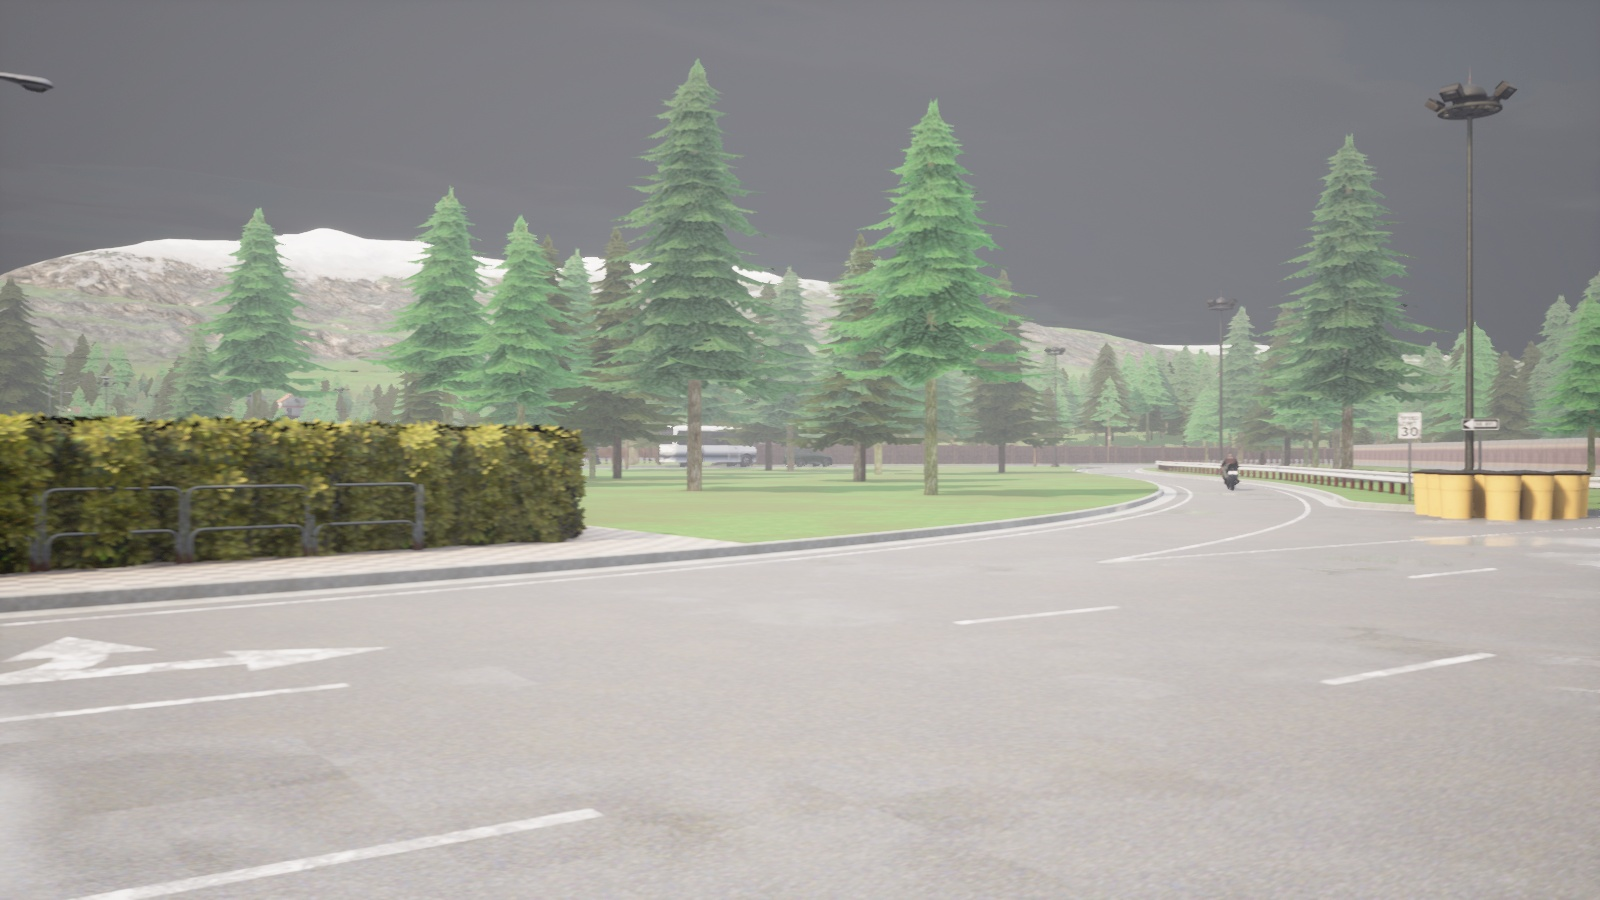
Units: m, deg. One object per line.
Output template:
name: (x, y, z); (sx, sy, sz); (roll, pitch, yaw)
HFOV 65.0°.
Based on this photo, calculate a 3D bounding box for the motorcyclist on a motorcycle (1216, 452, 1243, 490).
motorcyclist on a motorcycle: (17.843, 0.870, 52.172); (0.866, 1.530, 2.191); (0, 0, 14)
